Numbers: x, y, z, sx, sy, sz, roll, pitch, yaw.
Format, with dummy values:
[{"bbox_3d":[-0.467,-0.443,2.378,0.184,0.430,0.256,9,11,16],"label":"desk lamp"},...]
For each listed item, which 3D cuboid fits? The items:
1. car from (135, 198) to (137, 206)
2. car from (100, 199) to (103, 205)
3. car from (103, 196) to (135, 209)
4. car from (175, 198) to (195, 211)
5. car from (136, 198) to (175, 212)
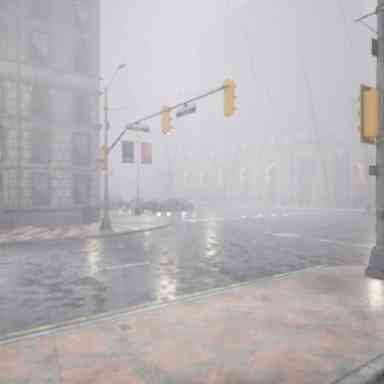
[{"bbox_3d":[-7.289,1.507,47.937,2.033,1.411,5.357,0,0,-35],"label":"car"},{"bbox_3d":[-16.098,1.512,54.416,2.033,1.411,5.357,0,0,-35],"label":"car"},{"bbox_3d":[-10.110,1.567,45.858,1.895,1.301,4.718,0,0,-35],"label":"car"},{"bbox_3d":[-1.621,1.466,39.979,1.837,1.490,4.892,0,0,-36],"label":"car"},{"bbox_3d":[-4.187,1.531,37.552,1.994,1.385,4.181,0,0,-36],"label":"car"}]
